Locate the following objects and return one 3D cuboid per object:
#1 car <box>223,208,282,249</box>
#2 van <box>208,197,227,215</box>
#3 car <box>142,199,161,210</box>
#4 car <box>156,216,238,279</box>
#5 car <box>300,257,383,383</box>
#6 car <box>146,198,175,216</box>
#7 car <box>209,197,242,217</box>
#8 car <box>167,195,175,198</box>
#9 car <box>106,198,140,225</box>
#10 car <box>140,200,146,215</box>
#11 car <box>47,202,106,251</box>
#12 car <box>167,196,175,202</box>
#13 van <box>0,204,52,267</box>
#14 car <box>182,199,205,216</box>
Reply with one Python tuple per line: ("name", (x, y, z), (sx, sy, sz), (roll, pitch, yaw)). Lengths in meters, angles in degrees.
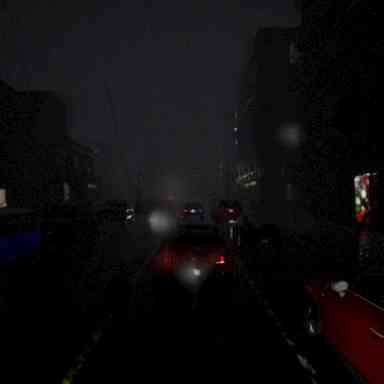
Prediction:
("car", (2.706, 1.611, 14.596), (2.008, 1.369, 4.403), (1, 0, 0))
("van", (2.711, 1.488, 36.225), (1.690, 1.788, 3.998), (1, 0, 0))
("car", (-5.673, 1.741, 47.047), (2.008, 1.369, 4.403), (1, 0, 0))
("car", (0.077, 1.643, 10.140), (1.895, 1.301, 4.718), (0, 0, 0))
("car", (2.707, 1.456, 3.783), (1.967, 1.590, 4.097), (1, 0, 0))
("car", (-3.094, 1.630, 34.191), (2.128, 1.511, 4.902), (0, 0, 0))
("car", (2.710, 1.419, 25.411), (2.192, 1.841, 5.009), (1, 0, 0))
("car", (-5.747, 1.884, 85.002), (1.887, 1.381, 4.507), (1, 0, 0))
("car", (-5.669, 1.419, 25.419), (2.192, 1.841, 5.009), (1, 0, 0))
("car", (-5.671, 1.587, 36.233), (1.967, 1.590, 4.097), (1, 0, 0))
("car", (-5.670, 1.376, 14.605), (2.192, 1.841, 5.009), (1, 0, 0))
("car", (-5.670, 1.906, 90.684), (1.887, 1.381, 4.507), (1, 0, 0))
("van", (-5.671, 1.380, 9.197), (1.690, 1.788, 3.998), (1, 0, 0))
("car", (0.096, 1.672, 30.572), (2.033, 1.411, 5.357), (0, 0, 0))
